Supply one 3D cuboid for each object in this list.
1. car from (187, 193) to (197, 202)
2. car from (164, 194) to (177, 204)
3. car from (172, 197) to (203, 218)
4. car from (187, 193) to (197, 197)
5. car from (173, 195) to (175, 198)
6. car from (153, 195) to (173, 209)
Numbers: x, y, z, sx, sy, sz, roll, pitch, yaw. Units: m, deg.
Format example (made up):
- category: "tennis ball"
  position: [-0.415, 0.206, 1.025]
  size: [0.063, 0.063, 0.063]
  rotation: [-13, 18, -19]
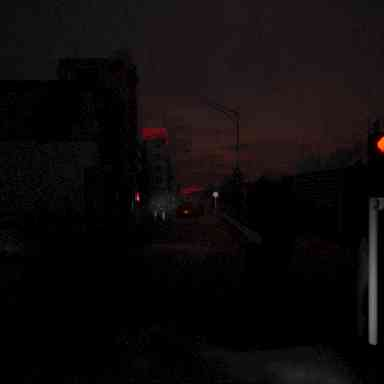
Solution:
- category: "car"
  position: [-0.043, 1.222, 76.819]
  size: [2.150, 2.045, 5.566]
  rotation: [0, 0, 0]
- category: "car"
  position: [-4.087, 1.350, 63.647]
  size: [2.097, 1.767, 4.553]
  rotation: [0, 0, 0]
- category: "car"
  position: [-0.121, 1.476, 29.755]
  size: [1.882, 1.535, 5.008]
  rotation: [1, 0, 9]
- category: "car"
  position: [0.064, 1.523, 66.475]
  size: [1.812, 1.442, 4.674]
  rotation: [0, 0, 0]
- category: "car"
  position: [-4.117, 1.599, 53.600]
  size: [1.895, 1.301, 4.718]
  rotation: [0, 0, 0]
- category: "car"
  position: [-4.118, 1.490, 44.316]
  size: [2.128, 1.511, 4.902]
  rotation: [0, 0, 0]
